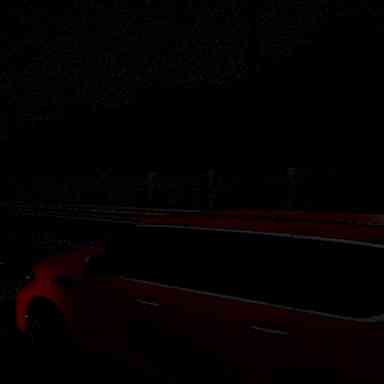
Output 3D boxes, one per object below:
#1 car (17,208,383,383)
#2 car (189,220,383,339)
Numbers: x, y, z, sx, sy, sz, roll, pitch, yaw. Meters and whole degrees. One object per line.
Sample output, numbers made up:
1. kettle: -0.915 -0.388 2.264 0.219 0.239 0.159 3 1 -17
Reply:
1. car: 0.292 1.209 3.783 5.566 2.045 2.150 1 0 35
2. car: 2.471 1.492 6.528 4.892 1.490 1.837 1 0 35
